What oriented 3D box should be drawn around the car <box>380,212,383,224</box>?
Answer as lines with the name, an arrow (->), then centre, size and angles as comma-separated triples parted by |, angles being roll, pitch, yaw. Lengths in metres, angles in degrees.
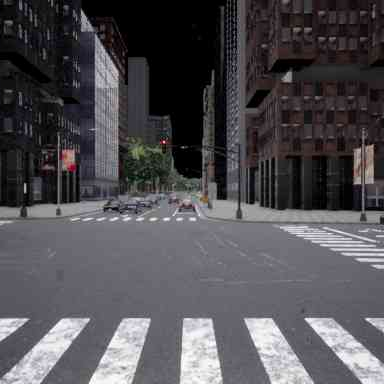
car -> 14.997, 1.457, 21.005 | 5.566, 2.045, 2.150 | 1, 0, 0

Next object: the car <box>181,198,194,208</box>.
car -> -0.632, 1.614, 49.910 | 1.802, 1.307, 4.206 | 0, 0, 0

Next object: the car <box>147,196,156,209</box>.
car -> -6.474, 1.586, 45.448 | 1.994, 1.385, 4.181 | 0, 0, -1

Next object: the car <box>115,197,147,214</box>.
car -> -6.421, 1.547, 35.494 | 2.033, 1.411, 5.357 | 0, 0, -1

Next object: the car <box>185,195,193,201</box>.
car -> -0.844, 1.573, 87.885 | 1.967, 1.590, 4.097 | 0, 0, 0

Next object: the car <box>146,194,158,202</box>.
car -> -9.309, 1.416, 76.998 | 2.192, 1.841, 5.009 | 0, 0, 0

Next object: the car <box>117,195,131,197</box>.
car -> -9.128, 1.335, 44.443 | 2.192, 1.841, 5.009 | 0, 0, 0

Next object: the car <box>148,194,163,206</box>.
car -> -6.511, 1.551, 55.830 | 1.837, 1.490, 4.892 | 0, 0, 0

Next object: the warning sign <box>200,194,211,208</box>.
warning sign -> 1.718, 1.131, 42.744 | 1.300, 1.860, 1.060 | 0, 0, 0

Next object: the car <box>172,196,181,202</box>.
car -> -3.535, 1.582, 75.638 | 1.812, 1.442, 4.674 | 0, 0, 0

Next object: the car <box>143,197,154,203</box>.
car -> -9.278, 1.668, 71.572 | 1.802, 1.307, 4.206 | 0, 0, 0

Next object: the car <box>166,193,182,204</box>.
car -> -3.480, 1.422, 65.600 | 2.097, 1.767, 4.553 | 0, 0, 0

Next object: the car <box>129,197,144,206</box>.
car -> -9.186, 1.569, 55.124 | 1.752, 1.417, 4.829 | 0, 0, 0

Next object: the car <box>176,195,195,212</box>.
car -> -0.572, 1.448, 39.061 | 1.967, 1.590, 4.097 | 0, 0, 0

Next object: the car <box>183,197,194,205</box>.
car -> -0.693, 1.602, 60.760 | 1.887, 1.381, 4.507 | 0, 0, 0

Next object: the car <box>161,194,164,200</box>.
car -> -9.370, 1.448, 87.850 | 2.192, 1.841, 5.009 | 0, 0, 0

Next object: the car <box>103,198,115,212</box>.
car -> -9.097, 1.573, 39.016 | 1.947, 1.339, 4.313 | 0, 0, 0

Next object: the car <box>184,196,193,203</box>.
car -> -0.754, 1.611, 71.780 | 1.752, 1.417, 4.829 | 0, 0, 0
